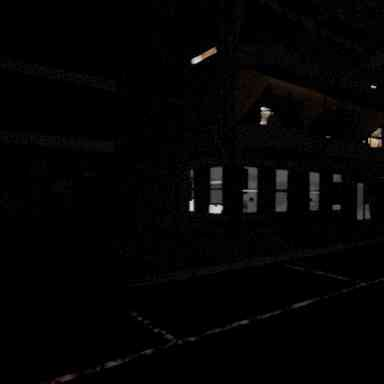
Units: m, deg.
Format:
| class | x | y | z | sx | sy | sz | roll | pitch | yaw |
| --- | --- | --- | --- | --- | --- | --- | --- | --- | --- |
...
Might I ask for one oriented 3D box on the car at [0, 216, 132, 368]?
| class | x | y | z | sx | sy | sz | roll | pitch | yaw |
| --- | --- | --- | --- | --- | --- | --- | --- | --- | --- |
| car | -3.232 | 1.315 | 4.235 | 5.009 | 1.841 | 2.192 | 0 | 1 | -35 |
